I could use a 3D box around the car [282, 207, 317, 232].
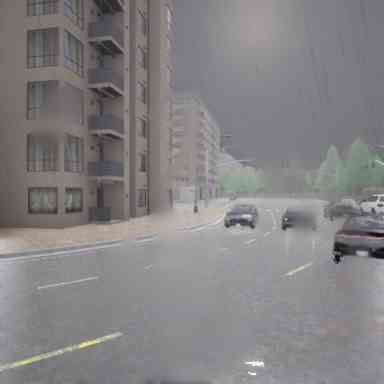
[{"bbox_3d":[6.517,1.601,20.235,1.895,1.301,4.718,0,0,17],"label":"car"}]

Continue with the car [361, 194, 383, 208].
[{"bbox_3d":[15.872,1.218,27.861,2.150,2.045,5.566,0,0,13],"label":"car"}]

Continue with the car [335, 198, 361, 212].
[{"bbox_3d":[18.217,1.526,38.962,1.812,1.442,4.674,0,0,13],"label":"car"}]

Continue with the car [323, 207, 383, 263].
[{"bbox_3d":[6.109,1.491,11.256,2.128,1.511,4.902,0,0,34],"label":"car"}]

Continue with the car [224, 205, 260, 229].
[{"bbox_3d":[3.435,1.547,21.985,2.033,1.411,5.357,0,0,16],"label":"car"}]

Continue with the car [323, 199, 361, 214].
[{"bbox_3d":[12.044,1.503,27.344,1.837,1.490,4.892,0,0,14],"label":"car"}]
